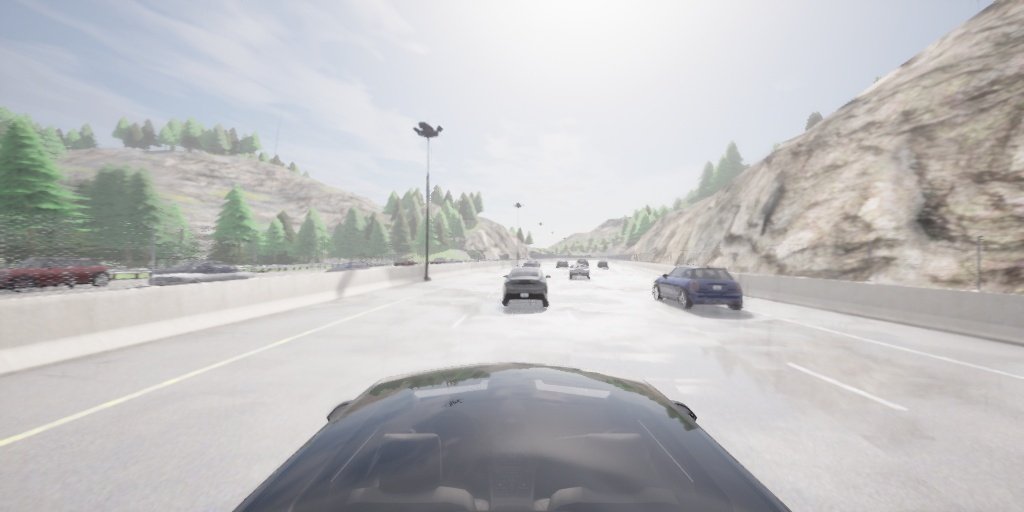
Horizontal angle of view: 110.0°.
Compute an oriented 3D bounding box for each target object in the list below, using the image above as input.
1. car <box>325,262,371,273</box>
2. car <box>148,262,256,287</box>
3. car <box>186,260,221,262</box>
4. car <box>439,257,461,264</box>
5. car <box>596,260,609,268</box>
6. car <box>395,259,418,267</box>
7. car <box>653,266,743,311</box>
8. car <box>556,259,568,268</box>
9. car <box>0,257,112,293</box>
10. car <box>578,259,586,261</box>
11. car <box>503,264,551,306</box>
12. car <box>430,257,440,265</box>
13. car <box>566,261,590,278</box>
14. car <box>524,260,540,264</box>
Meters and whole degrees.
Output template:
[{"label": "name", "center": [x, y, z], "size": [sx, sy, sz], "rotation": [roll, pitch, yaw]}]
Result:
[{"label": "car", "center": [-12.450, 1.181, 27.556], "size": [1.994, 1.385, 4.181], "rotation": [1, 0, 8]}, {"label": "car", "center": [-16.809, 1.171, 19.803], "size": [1.895, 1.301, 4.718], "rotation": [1, 0, 5]}, {"label": "car", "center": [-20.021, 1.028, 22.828], "size": [2.128, 1.511, 4.902], "rotation": [1, 0, 6]}, {"label": "car", "center": [-9.854, 1.133, 60.301], "size": [2.128, 1.511, 4.902], "rotation": [1, 0, 12]}, {"label": "car", "center": [15.958, 1.421, 63.366], "size": [1.837, 1.490, 4.892], "rotation": [1, 0, 12]}, {"label": "car", "center": [-17.310, 1.165, 58.838], "size": [1.895, 1.301, 4.718], "rotation": [1, 0, 12]}, {"label": "car", "center": [7.675, 1.183, 15.294], "size": [2.097, 1.767, 4.553], "rotation": [1, 0, 4]}, {"label": "car", "center": [9.031, 1.333, 64.453], "size": [2.128, 1.511, 4.902], "rotation": [1, 0, 12]}, {"label": "car", "center": [-23.913, 0.845, 18.370], "size": [2.097, 1.767, 4.553], "rotation": [1, 0, 5]}, {"label": "car", "center": [12.517, 1.232, 63.973], "size": [2.097, 1.767, 4.553], "rotation": [1, 0, 12]}, {"label": "car", "center": [0.665, 1.260, 16.056], "size": [1.837, 1.490, 4.892], "rotation": [0, 0, 4]}, {"label": "car", "center": [-12.714, 0.976, 63.618], "size": [2.097, 1.767, 4.553], "rotation": [1, 0, 12]}, {"label": "car", "center": [6.442, 1.418, 34.362], "size": [1.895, 1.301, 4.718], "rotation": [1, 0, 10]}, {"label": "car", "center": [3.083, 1.327, 54.513], "size": [2.033, 1.411, 5.357], "rotation": [1, 0, 15]}]
